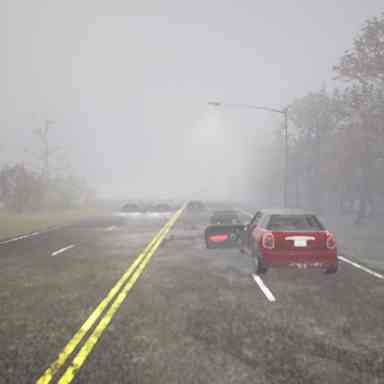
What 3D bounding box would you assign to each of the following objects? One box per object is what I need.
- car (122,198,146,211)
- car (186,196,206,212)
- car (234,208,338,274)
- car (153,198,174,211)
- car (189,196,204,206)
[{"bbox_3d":[-6.234,1.358,36.033,1.895,1.301,4.718,0,0,1],"label":"car"},{"bbox_3d":[0.394,1.255,35.324,2.128,1.511,4.902,0,0,2],"label":"car"},{"bbox_3d":[2.736,1.286,10.476,2.097,1.767,4.553,0,0,0],"label":"car"},{"bbox_3d":[-2.986,1.359,35.936,1.895,1.301,4.718,0,0,1],"label":"car"},{"bbox_3d":[0.631,1.234,47.647,1.994,1.385,4.181,0,0,1],"label":"car"}]
